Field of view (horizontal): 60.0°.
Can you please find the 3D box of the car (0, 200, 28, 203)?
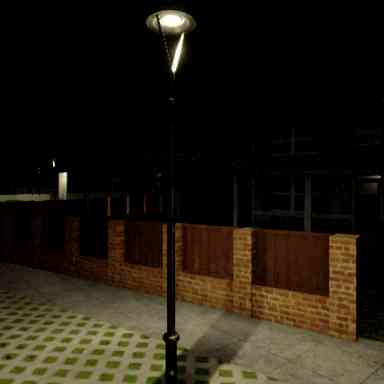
[{"bbox_3d":[-12.295,1.260,22.879,2.033,1.411,5.357,1,2,39],"label":"car"}]
